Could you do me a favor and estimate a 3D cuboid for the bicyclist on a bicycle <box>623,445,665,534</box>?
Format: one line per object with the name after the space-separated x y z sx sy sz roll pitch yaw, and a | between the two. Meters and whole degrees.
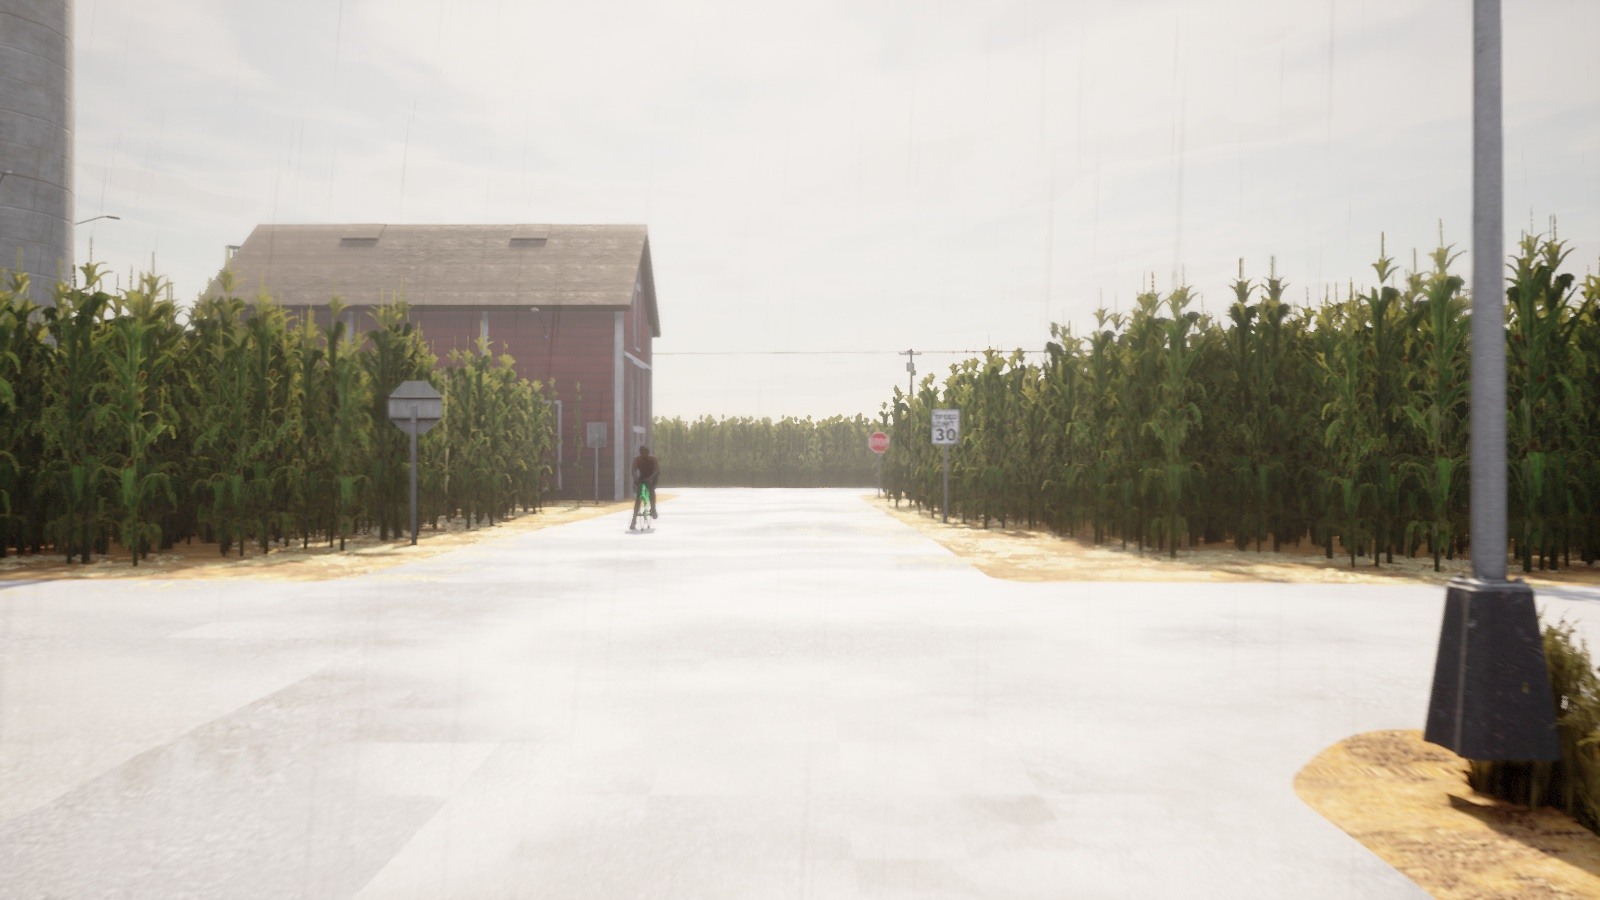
-2.951 0.734 23.915 0.582 1.620 1.656 0 0 0 | bicyclist on a bicycle
